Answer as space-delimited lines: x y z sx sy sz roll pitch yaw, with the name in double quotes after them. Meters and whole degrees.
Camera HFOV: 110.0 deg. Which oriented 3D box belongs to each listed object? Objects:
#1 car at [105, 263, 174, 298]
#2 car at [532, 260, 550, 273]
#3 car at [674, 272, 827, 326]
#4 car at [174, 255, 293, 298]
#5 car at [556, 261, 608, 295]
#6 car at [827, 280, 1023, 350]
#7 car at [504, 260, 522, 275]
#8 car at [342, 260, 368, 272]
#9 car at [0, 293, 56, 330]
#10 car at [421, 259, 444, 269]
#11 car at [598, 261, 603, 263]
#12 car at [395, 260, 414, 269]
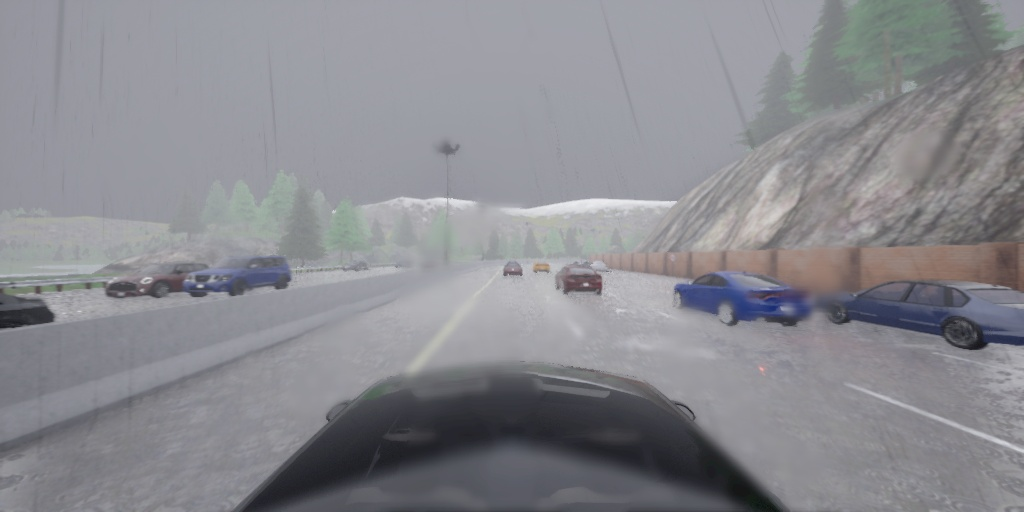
-17.594 1.126 18.384 2.097 1.767 4.553 0 0 0 "car"
3.598 1.293 44.884 1.882 1.535 5.008 0 0 0 "car"
7.093 1.243 11.711 1.882 1.535 5.008 0 0 0 "car"
-14.099 0.993 18.980 2.150 2.045 5.566 0 0 0 "car"
3.596 1.255 19.886 1.882 1.535 5.008 0 0 0 "car"
10.547 1.309 9.036 2.033 1.411 5.357 0 0 0 "car"
0.096 1.370 39.178 1.994 1.385 4.181 0 0 0 "car"
-21.051 1.309 48.236 2.128 1.511 4.902 0 0 1 "car"
-10.598 1.260 5.475 1.837 1.490 4.892 0 0 0 "car"
-10.557 1.421 48.789 1.895 1.301 4.718 0 0 1 "car"
10.598 1.341 44.599 1.812 1.442 4.674 0 0 0 "car"
-17.519 1.381 58.736 2.033 1.411 5.357 0 0 0 "car"
